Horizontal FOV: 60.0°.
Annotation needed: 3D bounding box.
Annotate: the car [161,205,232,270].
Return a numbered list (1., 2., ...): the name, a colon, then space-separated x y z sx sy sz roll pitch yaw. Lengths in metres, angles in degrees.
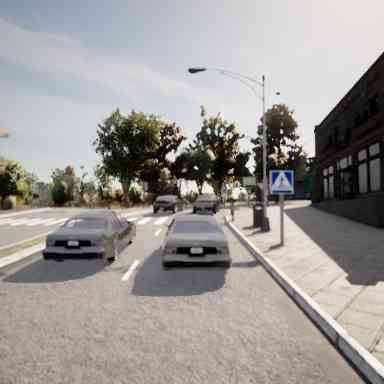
1. car: 0.078 1.377 10.336 2.033 1.411 5.357 0 1 -1

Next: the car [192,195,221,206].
1. car: 1.292 0.975 27.307 2.128 1.511 4.902 -1 1 11

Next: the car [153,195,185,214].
1. car: -1.889 1.028 28.101 1.837 1.490 4.892 -1 0 11

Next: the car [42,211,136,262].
1. car: -3.175 1.360 11.311 2.033 1.411 5.357 0 1 -1

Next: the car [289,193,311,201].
1. car: 25.734 1.437 79.243 2.150 2.045 5.566 2 -4 -31
